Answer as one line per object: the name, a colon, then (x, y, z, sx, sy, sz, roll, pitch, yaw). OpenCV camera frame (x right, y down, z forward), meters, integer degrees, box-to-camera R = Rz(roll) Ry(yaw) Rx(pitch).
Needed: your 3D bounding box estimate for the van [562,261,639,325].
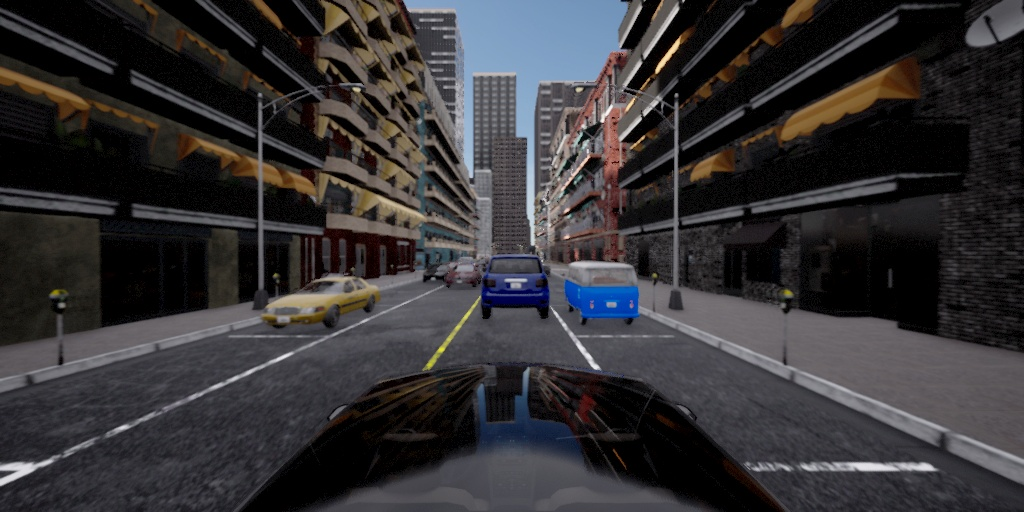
van: (2.690, 1.078, 11.510, 1.690, 1.789, 3.998, 0, 0, 0)

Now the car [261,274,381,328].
car: (-5.691, 1.263, 11.354, 1.751, 1.417, 4.829, 0, 0, 0)

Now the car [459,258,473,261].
car: (-5.686, 1.250, 39.141, 1.888, 1.381, 4.507, 0, 0, 0)

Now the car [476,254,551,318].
car: (0.076, 0.957, 13.128, 2.150, 2.045, 5.566, 0, 0, -1)

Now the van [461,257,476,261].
van: (-5.685, 1.040, 44.665, 1.690, 1.789, 3.998, 0, 0, 0)

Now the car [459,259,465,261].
car: (-5.687, 1.256, 33.617, 1.888, 1.381, 4.507, 0, 0, 0)

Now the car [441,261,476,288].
car: (-3.093, 1.248, 23.421, 1.812, 1.442, 4.674, 0, 0, 0)

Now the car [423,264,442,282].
car: (-5.688, 1.283, 28.094, 1.948, 1.339, 4.313, 0, 0, 0)
